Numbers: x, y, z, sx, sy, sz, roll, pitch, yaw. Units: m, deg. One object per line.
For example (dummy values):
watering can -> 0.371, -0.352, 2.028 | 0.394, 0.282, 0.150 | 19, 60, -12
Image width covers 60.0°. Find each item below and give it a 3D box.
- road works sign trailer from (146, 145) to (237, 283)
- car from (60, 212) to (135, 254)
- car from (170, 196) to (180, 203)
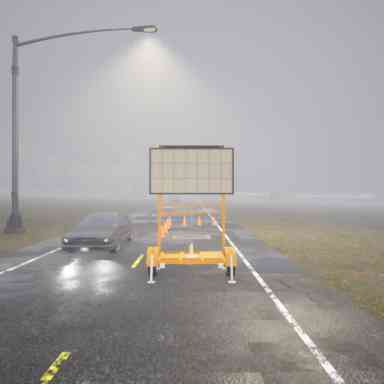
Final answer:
road works sign trailer -> -0.010, 0.465, 9.619 | 2.380, 3.560, 2.880 | 0, 0, 0
car -> -3.613, 1.549, 13.863 | 2.033, 1.411, 5.357 | 0, 0, 0
car -> -3.566, 1.482, 69.123 | 1.882, 1.535, 5.008 | 0, 0, 0
